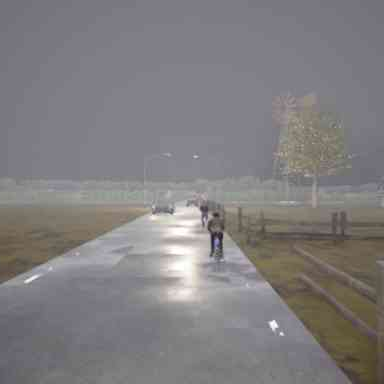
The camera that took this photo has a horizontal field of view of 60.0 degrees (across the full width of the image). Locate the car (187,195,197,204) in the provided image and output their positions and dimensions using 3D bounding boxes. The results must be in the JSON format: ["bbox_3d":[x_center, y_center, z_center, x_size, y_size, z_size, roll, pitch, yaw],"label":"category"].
[{"bbox_3d":[-0.012,1.584,72.524,2.150,2.045,5.566,0,-1,0],"label":"car"}]

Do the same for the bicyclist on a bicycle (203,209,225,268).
[{"bbox_3d":[0.755,1.442,10.243,0.582,1.620,1.656,0,0,0],"label":"bicyclist on a bicycle"}]

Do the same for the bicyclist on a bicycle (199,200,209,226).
[{"bbox_3d":[0.754,1.364,20.177,0.659,1.776,1.843,0,0,0],"label":"bicyclist on a bicycle"}]

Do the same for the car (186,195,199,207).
[{"bbox_3d":[0.091,1.662,54.654,1.837,1.490,4.892,0,-1,0],"label":"car"}]

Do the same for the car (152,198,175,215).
[{"bbox_3d":[-2.849,1.373,33.759,2.097,1.767,4.553,0,0,0],"label":"car"}]
